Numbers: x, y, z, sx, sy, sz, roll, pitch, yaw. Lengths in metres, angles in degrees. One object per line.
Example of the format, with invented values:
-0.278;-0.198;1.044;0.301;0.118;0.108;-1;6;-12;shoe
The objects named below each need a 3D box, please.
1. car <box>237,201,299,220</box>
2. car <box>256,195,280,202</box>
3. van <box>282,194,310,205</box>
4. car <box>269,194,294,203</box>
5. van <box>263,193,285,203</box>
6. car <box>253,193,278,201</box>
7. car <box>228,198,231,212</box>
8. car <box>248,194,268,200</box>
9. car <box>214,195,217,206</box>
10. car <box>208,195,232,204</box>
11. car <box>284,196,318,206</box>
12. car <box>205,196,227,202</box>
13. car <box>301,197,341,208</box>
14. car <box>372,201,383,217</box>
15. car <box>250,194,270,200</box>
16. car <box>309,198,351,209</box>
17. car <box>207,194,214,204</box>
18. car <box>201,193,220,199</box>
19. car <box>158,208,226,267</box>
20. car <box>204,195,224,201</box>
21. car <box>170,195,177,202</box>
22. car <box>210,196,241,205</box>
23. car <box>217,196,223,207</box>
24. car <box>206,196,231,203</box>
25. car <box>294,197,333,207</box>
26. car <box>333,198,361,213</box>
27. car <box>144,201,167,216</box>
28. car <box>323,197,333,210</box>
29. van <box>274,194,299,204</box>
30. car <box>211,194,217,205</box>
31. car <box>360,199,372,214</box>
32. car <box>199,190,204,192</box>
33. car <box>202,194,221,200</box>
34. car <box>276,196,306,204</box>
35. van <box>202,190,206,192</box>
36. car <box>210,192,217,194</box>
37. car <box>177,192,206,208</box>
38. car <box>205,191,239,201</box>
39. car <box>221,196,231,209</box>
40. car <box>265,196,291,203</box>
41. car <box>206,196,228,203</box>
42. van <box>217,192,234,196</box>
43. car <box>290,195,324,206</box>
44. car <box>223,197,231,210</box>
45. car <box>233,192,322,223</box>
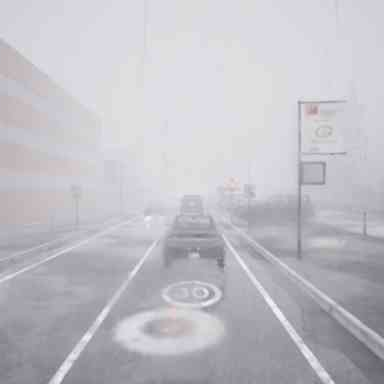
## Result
6.198;1.510;27.478;4.674;1.452;2.002;0;0;-1;car
17.928;1.500;78.726;5.008;1.535;2.097;0;1;-1;car
18.370;1.283;58.829;4.442;1.987;1.878;0;0;-1;van
18.084;1.394;67.422;4.553;1.767;2.185;0;0;-1;car
17.907;1.300;72.945;4.442;1.987;1.878;0;0;-1;van
17.859;1.205;81.556;5.566;2.045;2.435;0;1;-1;car
6.149;1.476;30.305;5.008;1.535;2.097;0;0;-1;car
17.758;1.320;89.905;4.892;1.521;2.231;0;1;-1;car
5.872;1.539;47.256;4.674;1.452;2.002;0;0;-1;car
5.580;1.396;67.034;4.553;1.767;2.185;0;0;-1;car
18.304;1.506;56.130;5.008;1.535;2.097;0;0;-1;car
5.412;1.567;75.519;4.674;1.452;2.002;0;0;-1;car
18.443;1.496;47.661;5.008;1.535;2.097;0;0;-1;car
18.741;1.216;27.897;5.566;2.045;2.435;0;0;-1;car
17.766;1.393;87.207;4.792;1.488;2.163;0;1;-1;car
18.516;1.523;44.714;4.792;1.488;2.163;0;0;-1;car
5.596;1.503;52.904;5.366;1.575;1.946;0;0;-1;car
5.269;1.226;95.309;5.366;1.575;1.946;0;1;-1;car
0.060;1.527;11.486;2.128;1.511;4.902;0;0;0;car
5.318;1.502;81.182;4.674;1.452;2.002;0;1;-1;car
-3.883;1.417;73.876;2.033;1.411;5.357;0;0;-1;car
5.874;1.509;58.561;5.366;1.575;1.946;0;0;-1;car
5.939;1.522;41.605;4.792;1.488;2.163;0;0;-1;car
5.497;1.525;69.859;5.008;1.535;2.097;0;0;-1;car
18.387;1.500;50.484;5.008;1.535;2.097;0;0;-1;car
18.623;1.484;36.242;4.892;1.521;2.231;0;0;-1;car
-3.490;1.623;32.604;1.994;1.385;4.181;0;0;0;car
18.575;1.486;39.066;5.008;1.535;2.097;0;0;-1;car
18.280;1.290;64.478;4.442;1.987;1.878;0;0;-1;van
6.014;1.499;50.085;5.366;1.575;1.946;0;0;-1;car
18.730;1.475;30.597;4.892;1.521;2.231;0;0;-1;car
5.195;1.118;86.826;5.566;2.045;2.435;0;1;-1;car
5.182;1.322;89.657;5.008;1.535;2.097;0;1;-1;car
18.215;1.514;61.652;4.892;1.521;2.231;0;0;-1;car
5.386;1.190;84.005;4.442;1.987;1.878;0;1;-1;van
5.766;1.383;55.733;4.553;1.767;2.185;0;0;-1;car
-0.045;1.278;32.593;2.150;2.045;5.566;0;0;0;car
5.670;1.264;61.384;5.566;2.045;2.435;0;0;-1;car
6.017;1.529;38.780;4.674;1.452;2.002;0;0;-1;car
18.103;1.552;70.121;4.792;1.488;2.163;0;0;-1;car
5.453;1.569;72.684;4.674;1.452;2.002;0;0;-1;car
6.038;1.270;44.433;4.442;1.987;1.878;0;0;-1;van
18.376;1.377;53.307;4.553;1.767;2.185;0;0;-1;car
6.058;1.526;35.955;4.674;1.452;2.002;0;0;-1;car
6.219;1.211;24.653;5.566;2.045;2.435;0;0;-1;car
